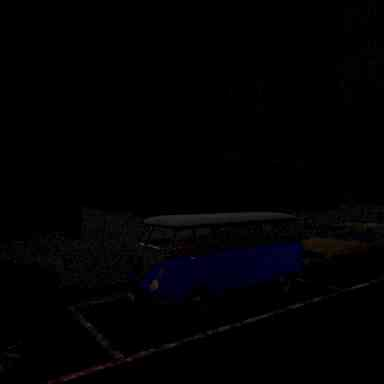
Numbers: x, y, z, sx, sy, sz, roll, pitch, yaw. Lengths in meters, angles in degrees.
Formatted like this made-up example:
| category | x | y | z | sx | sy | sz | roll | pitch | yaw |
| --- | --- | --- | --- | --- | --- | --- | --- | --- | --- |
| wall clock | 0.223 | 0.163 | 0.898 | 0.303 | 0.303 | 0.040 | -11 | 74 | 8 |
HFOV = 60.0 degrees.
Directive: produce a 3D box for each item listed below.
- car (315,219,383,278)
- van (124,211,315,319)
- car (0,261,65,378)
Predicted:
| category | x | y | z | sx | sy | sz | roll | pitch | yaw |
| --- | --- | --- | --- | --- | --- | --- | --- | --- | --- |
| car | 4.917 | 1.526 | 10.158 | 4.829 | 1.417 | 1.752 | 0 | 0 | -35 |
| van | 0.628 | 1.341 | 7.100 | 3.998 | 1.788 | 1.690 | 0 | 0 | -35 |
| car | -3.799 | 1.566 | 3.942 | 4.313 | 1.339 | 1.947 | 0 | 0 | -35 |
